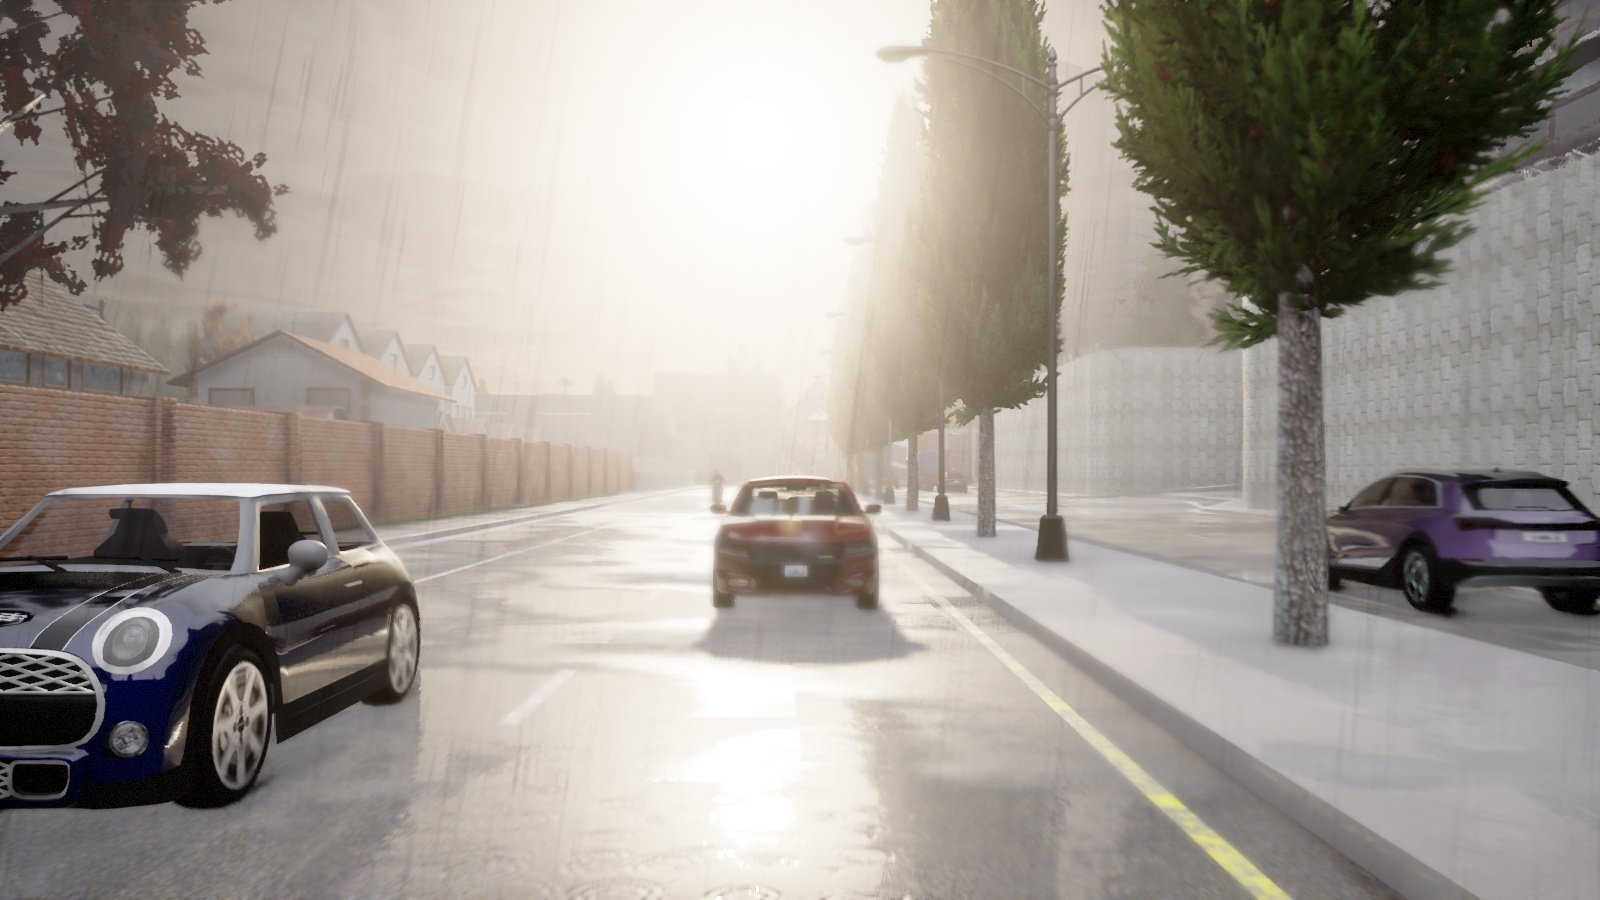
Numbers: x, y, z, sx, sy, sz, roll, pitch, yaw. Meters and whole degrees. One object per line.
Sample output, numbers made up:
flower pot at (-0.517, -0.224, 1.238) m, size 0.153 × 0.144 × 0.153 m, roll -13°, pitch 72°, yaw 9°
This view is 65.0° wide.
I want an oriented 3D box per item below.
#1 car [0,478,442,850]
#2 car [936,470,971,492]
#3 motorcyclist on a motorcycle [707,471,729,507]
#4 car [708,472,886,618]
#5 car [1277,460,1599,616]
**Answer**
car at (-3.517, 0.911, 6.982) m, size 1.970 × 1.475 × 3.806 m, roll 0°, pitch -1°, yaw 0°
car at (11.276, 2.268, 92.714) m, size 2.007 × 1.525 × 4.514 m, roll 0°, pitch -1°, yaw 0°
motorcyclist on a motorcycle at (-3.635, 1.714, 55.649) m, size 0.866 × 1.590 × 1.817 m, roll 0°, pitch -1°, yaw 0°
car at (-0.039, 1.058, 15.860) m, size 1.882 × 1.535 × 5.008 m, roll 0°, pitch -1°, yaw 0°
car at (7.961, 0.978, 15.832) m, size 2.033 × 1.649 × 4.856 m, roll 0°, pitch -1°, yaw 0°
